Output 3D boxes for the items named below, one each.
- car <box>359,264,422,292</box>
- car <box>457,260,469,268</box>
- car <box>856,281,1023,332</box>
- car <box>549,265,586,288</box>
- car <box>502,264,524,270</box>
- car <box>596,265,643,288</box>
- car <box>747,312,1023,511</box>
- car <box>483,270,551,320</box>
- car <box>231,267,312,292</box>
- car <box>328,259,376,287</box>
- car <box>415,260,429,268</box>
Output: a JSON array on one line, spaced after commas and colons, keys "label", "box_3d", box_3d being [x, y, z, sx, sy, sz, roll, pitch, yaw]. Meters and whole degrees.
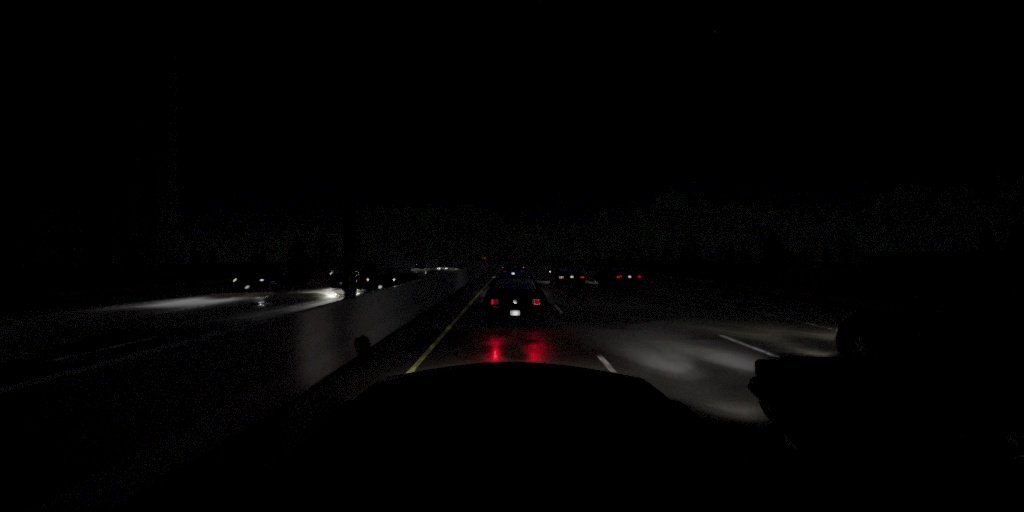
[{"label": "car", "box_3d": [-7.106, 1.359, 21.587, 1.895, 1.301, 4.718, 0, 0, 0]}, {"label": "car", "box_3d": [-8.613, 1.358, 62.992, 1.882, 1.535, 5.008, 0, 0, -9]}, {"label": "car", "box_3d": [7.099, 1.101, 4.780, 2.097, 1.767, 4.553, 0, 0, 0]}, {"label": "car", "box_3d": [3.593, 1.309, 24.015, 2.033, 1.411, 5.357, 0, 0, 0]}, {"label": "car", "box_3d": [0.091, 1.335, 29.876, 1.994, 1.385, 4.181, 0, 0, 0]}, {"label": "car", "box_3d": [7.093, 1.309, 24.112, 2.033, 1.411, 5.357, 0, 0, 0]}, {"label": "car", "box_3d": [3.598, 1.351, 1.906, 1.895, 1.301, 4.718, 0, 0, 0]}, {"label": "car", "box_3d": [0.096, 1.352, 12.537, 1.895, 1.301, 4.718, 0, 0, 0]}, {"label": "car", "box_3d": [-14.106, 1.359, 21.320, 1.895, 1.301, 4.718, 0, 0, 0]}, {"label": "car", "box_3d": [-10.604, 1.115, 24.520, 2.097, 1.767, 4.553, 0, 0, 0]}, {"label": "car", "box_3d": [-15.634, 1.389, 62.520, 1.837, 1.490, 4.892, 0, 0, -10]}]
